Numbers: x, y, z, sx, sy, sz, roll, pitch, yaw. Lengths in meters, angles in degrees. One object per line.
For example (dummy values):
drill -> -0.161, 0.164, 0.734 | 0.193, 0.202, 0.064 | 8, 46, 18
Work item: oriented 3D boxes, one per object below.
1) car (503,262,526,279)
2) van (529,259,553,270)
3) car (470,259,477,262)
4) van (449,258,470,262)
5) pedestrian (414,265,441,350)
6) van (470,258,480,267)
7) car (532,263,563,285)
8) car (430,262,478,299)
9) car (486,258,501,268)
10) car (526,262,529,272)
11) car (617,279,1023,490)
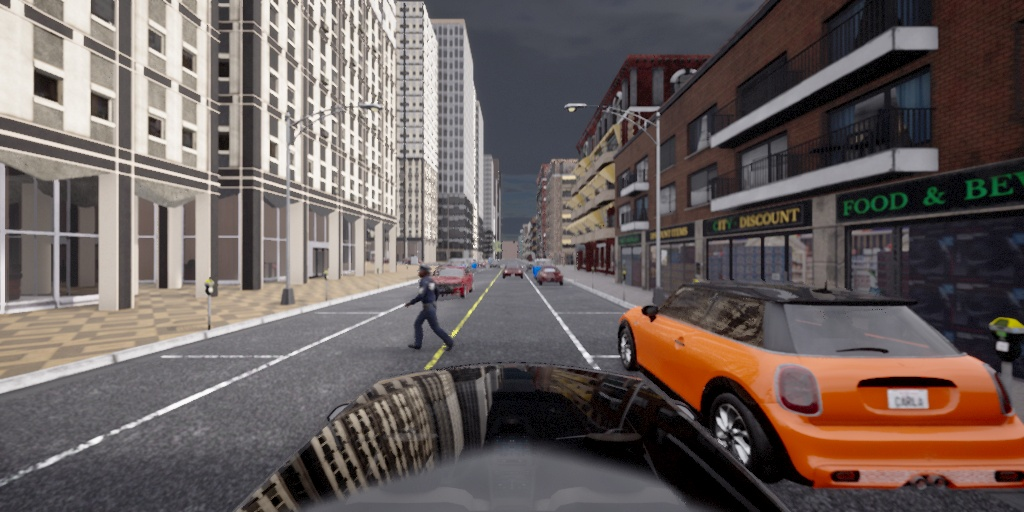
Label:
car -> 0.095, 1.417, 34.045 | 1.895, 1.301, 4.718 | 0, 0, 0
van -> 2.696, 1.152, 31.550 | 1.690, 1.789, 3.998 | 0, 0, 0
car -> -5.683, 1.387, 42.848 | 2.007, 1.370, 4.403 | 0, 0, 0
van -> -5.684, 1.164, 37.200 | 1.690, 1.789, 3.998 | 0, 0, 0
pedestrian -> -1.765, 1.055, 7.483 | 0.375, 1.860, 0.375 | 0, 0, -2
van -> -5.681, 1.191, 48.497 | 1.690, 1.789, 3.998 | 0, 0, 0
car -> 2.695, 1.380, 25.901 | 1.802, 1.307, 4.207 | 0, 0, 0
car -> -3.098, 1.261, 18.483 | 1.882, 1.535, 5.008 | 0, 0, 0
car -> -2.990, 1.443, 62.911 | 1.837, 1.490, 4.892 | 0, 0, 0
car -> 2.699, 1.401, 48.495 | 2.007, 1.370, 4.403 | 0, 0, 0
car -> 3.000, 1.107, 4.843 | 2.097, 1.767, 4.553 | 0, 0, 0
